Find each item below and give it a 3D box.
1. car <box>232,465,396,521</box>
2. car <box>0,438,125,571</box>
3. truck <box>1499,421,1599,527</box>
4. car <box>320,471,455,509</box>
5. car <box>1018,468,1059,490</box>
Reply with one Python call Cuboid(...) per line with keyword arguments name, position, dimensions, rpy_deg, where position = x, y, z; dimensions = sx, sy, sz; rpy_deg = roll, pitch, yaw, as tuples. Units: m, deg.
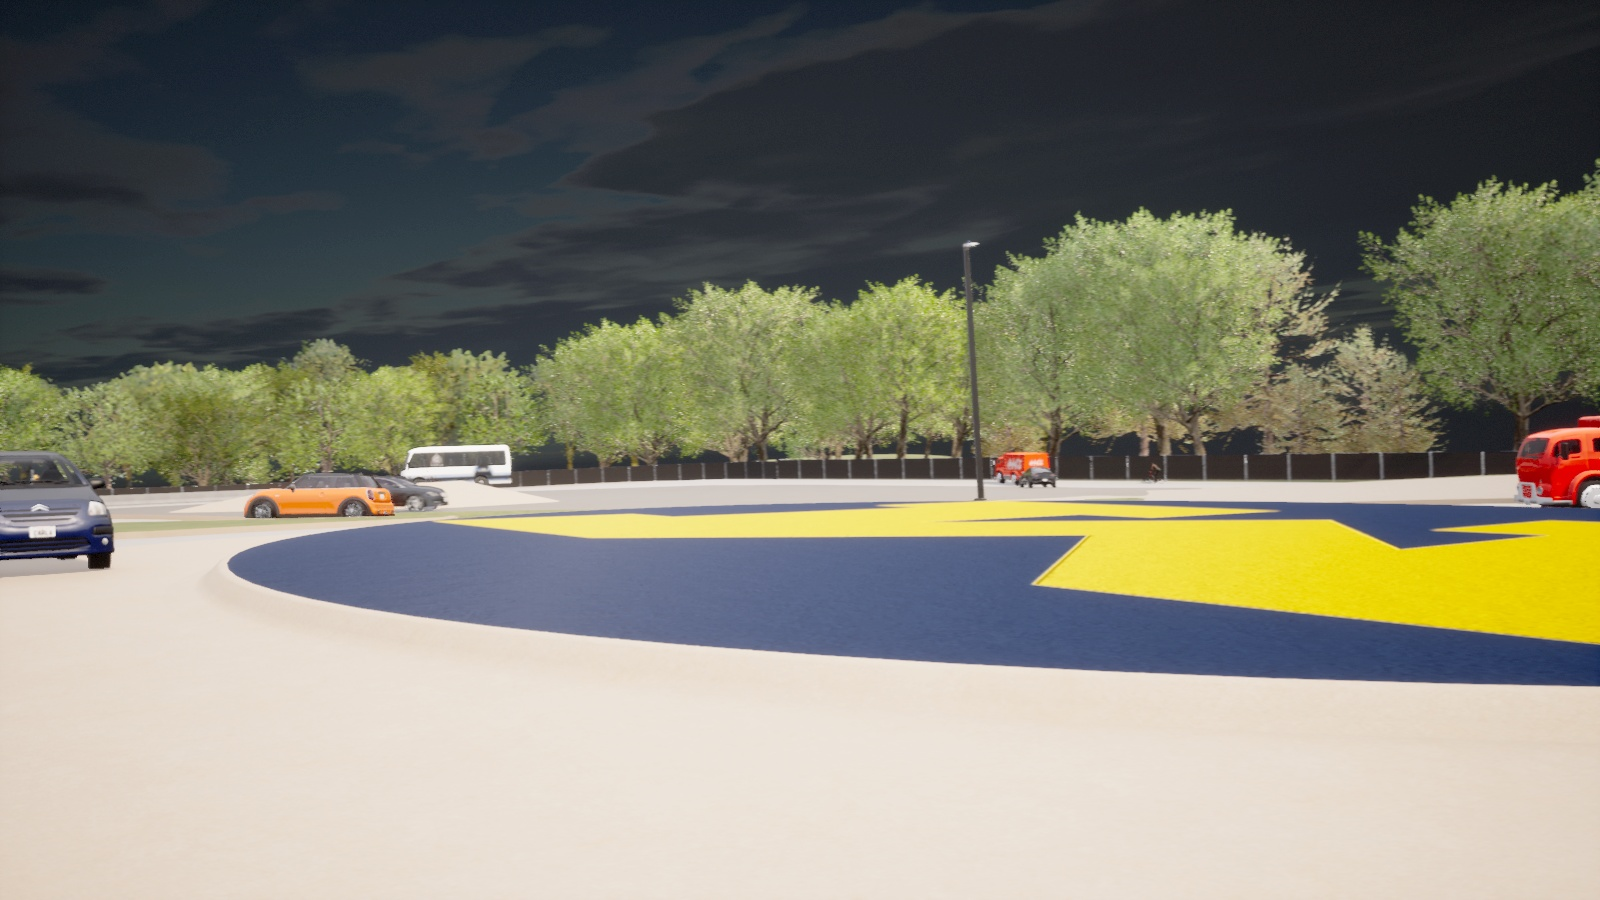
Cuboid(name="car", position=(-16.004, 1.448, 41.512), dimensions=(4.553, 1.767, 2.097), rpy_deg=(0, -3, 4))
Cuboid(name="car", position=(-10.671, 0.694, 17.189), dimensions=(1.851, 1.617, 3.988), rpy_deg=(-1, -1, -38))
Cuboid(name="truck", position=(20.828, 0.490, 31.346), dimensions=(5.204, 2.467, 2.627), rpy_deg=(-3, 0, 6))
Cuboid(name="car", position=(-17.079, 1.665, 52.158), dimensions=(4.902, 1.511, 2.128), rpy_deg=(0, -1, 3))
Cuboid(name="car", position=(16.406, 1.997, 86.550), dimensions=(1.812, 1.442, 4.674), rpy_deg=(0, -1, -1))
